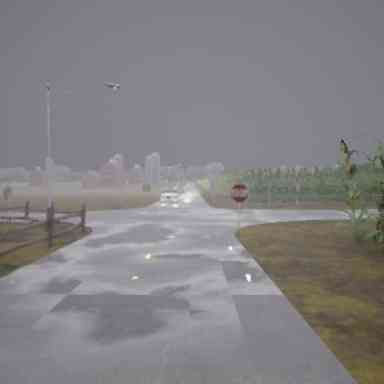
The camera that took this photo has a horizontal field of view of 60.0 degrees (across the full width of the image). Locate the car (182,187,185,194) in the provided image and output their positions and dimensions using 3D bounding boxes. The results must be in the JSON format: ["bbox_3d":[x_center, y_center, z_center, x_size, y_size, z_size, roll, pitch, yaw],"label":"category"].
[{"bbox_3d":[-2.741,-0.355,78.732,2.097,1.767,4.553,0,1,0],"label":"car"}]

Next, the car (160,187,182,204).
[{"bbox_3d":[-2.745,0.446,42.171,2.150,2.045,5.566,0,3,0],"label":"car"}]
